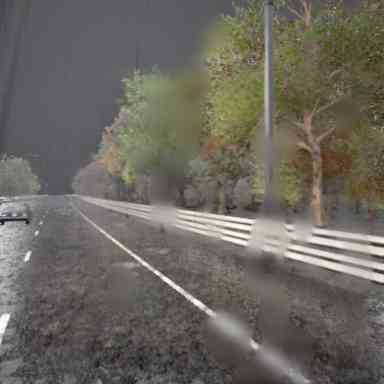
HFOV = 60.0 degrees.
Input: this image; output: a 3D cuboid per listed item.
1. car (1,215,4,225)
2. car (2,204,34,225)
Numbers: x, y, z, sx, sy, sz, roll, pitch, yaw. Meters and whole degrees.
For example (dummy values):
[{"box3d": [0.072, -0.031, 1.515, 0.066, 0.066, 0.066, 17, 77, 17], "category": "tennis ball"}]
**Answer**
[{"box3d": [-6.002, 1.542, 8.027, 1.837, 1.490, 4.892, 0, 0, -23], "category": "car"}, {"box3d": [-13.169, 1.639, 25.221, 2.033, 1.411, 5.357, 0, 0, -23], "category": "car"}]
